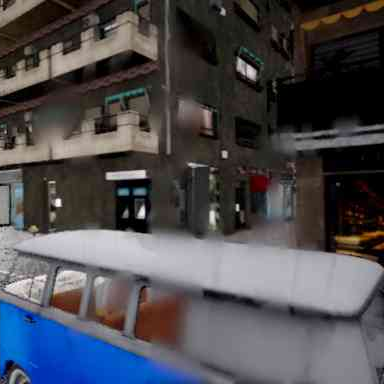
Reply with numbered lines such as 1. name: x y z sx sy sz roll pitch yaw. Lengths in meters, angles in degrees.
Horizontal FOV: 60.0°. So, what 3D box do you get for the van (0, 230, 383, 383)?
1. van: -0.285 1.339 3.095 3.998 1.788 1.690 0 -1 36
